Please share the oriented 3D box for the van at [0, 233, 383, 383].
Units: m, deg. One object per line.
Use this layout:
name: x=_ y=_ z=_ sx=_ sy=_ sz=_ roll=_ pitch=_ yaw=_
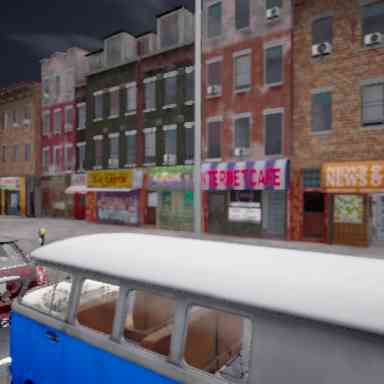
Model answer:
van: x=0.056 y=1.339 z=2.767 sx=3.998 sy=1.788 sz=1.690 roll=0 pitch=0 yaw=36
